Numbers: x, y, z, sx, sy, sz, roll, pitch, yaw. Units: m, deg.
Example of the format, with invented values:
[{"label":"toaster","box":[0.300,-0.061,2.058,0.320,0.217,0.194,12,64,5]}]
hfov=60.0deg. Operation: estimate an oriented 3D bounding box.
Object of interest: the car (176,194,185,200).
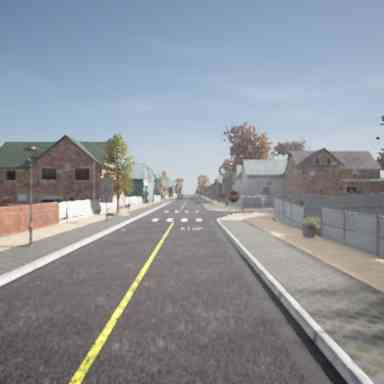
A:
[{"label":"car","box":[-2.787,1.147,80.691,1.837,1.490,4.892,0,0,0]}]

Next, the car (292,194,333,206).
[{"label":"car","box":[11.357,0.966,31.300,4.553,1.767,2.097,-2,-1,1]}]
